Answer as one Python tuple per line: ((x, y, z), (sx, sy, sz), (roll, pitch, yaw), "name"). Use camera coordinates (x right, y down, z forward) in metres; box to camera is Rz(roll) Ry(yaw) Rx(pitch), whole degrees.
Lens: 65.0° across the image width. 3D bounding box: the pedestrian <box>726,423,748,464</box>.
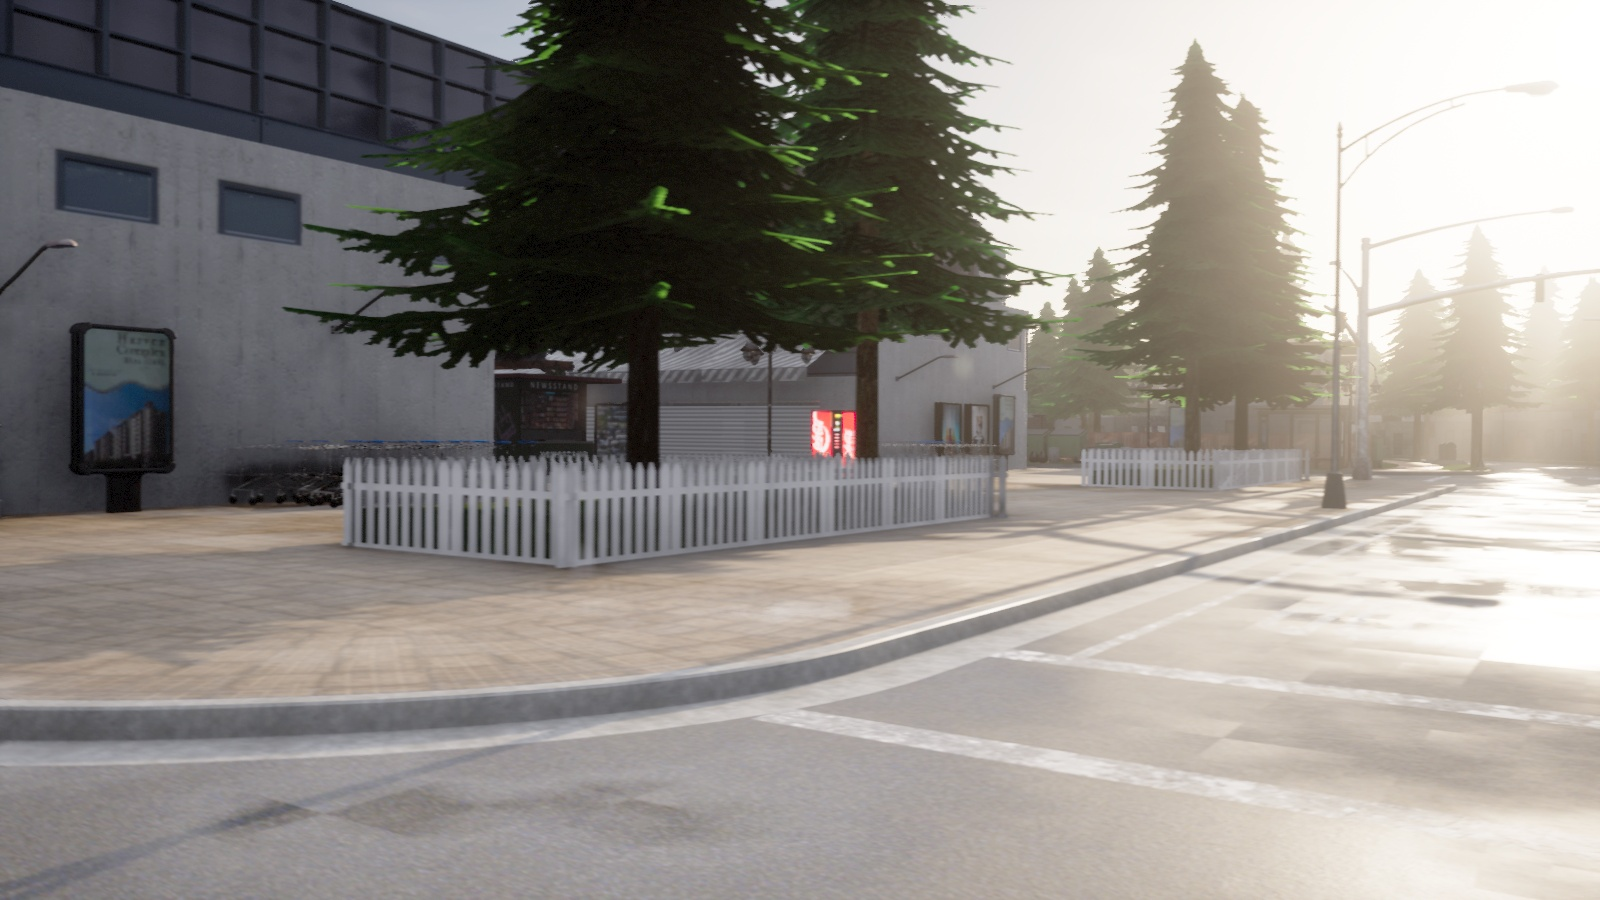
((-2.935, -0.314, 58.654), (0.849, 1.883, 0.563), (0, 1, 27), "pedestrian")
